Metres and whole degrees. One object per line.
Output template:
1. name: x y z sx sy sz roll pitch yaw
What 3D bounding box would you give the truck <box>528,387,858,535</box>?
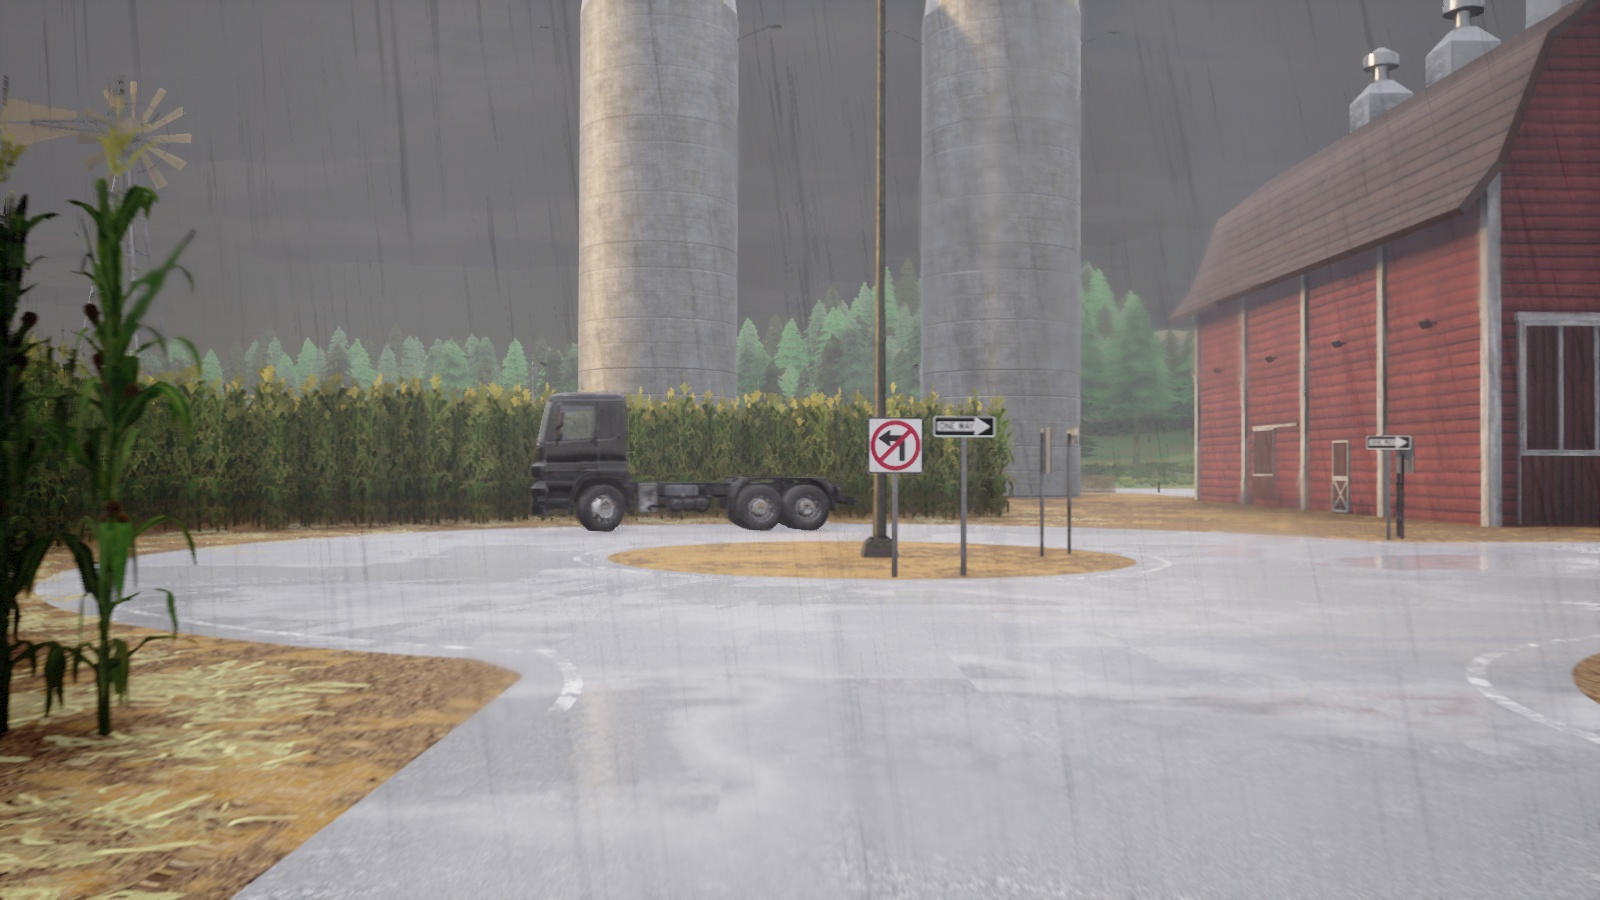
1. truck: -2.762 0.277 31.625 7.936 3.462 2.891 0 -1 -11
